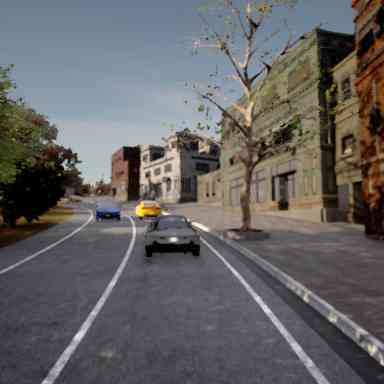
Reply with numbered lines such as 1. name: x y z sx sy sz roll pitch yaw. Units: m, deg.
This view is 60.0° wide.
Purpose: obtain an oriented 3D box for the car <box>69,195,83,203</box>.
1. car: -22.305 1.339 63.905 1.882 1.535 5.008 3 -1 -30

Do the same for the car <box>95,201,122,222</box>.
1. car: -6.721 1.474 26.752 1.882 1.535 5.008 1 0 -14

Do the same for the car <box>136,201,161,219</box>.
1. car: -3.916 1.547 29.696 1.882 1.535 5.008 1 0 -14

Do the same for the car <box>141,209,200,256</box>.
1. car: -0.845 1.584 13.217 1.994 1.385 4.181 1 0 -6
